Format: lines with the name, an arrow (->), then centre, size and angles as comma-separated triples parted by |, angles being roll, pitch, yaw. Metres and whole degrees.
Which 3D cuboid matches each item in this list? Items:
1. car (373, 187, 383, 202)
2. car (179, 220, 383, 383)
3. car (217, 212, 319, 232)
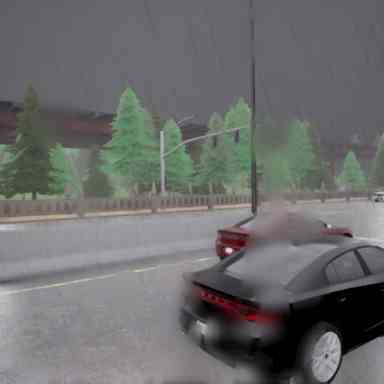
car -> 26.435, 0.335, 44.476 | 5.566, 2.045, 2.150 | -1, 1, -36
car -> 2.157, 1.417, 5.350 | 5.008, 1.535, 1.882 | -1, 1, -35
car -> 2.998, 1.351, 10.238 | 5.008, 1.535, 1.882 | -1, 1, -35
